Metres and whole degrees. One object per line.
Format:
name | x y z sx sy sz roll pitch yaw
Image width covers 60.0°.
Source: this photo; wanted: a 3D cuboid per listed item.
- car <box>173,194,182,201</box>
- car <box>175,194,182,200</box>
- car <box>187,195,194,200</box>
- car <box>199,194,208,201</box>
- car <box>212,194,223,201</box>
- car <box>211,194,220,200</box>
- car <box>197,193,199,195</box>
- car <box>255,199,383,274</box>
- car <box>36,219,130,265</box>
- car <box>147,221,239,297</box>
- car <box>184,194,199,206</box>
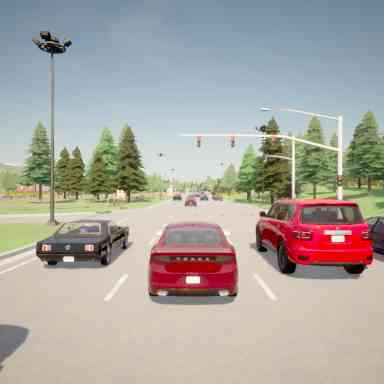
car | -3.818 1.469 83.849 1.882 1.535 5.008 0 0 0
car | -3.858 1.310 94.269 1.882 1.535 5.008 0 0 0
car | -0.358 1.427 94.313 1.895 1.301 4.718 0 0 0
car | 3.180 1.516 84.293 1.812 1.442 4.674 0 0 0
car | 6.682 1.516 83.889 2.128 1.511 4.902 0 0 0
car | 6.642 1.372 94.309 2.033 1.411 5.357 0 0 0
car | 3.142 1.357 94.296 2.128 1.511 4.902 0 0 0
car | 3.533 1.221 10.698 2.150 2.045 5.566 0 0 0
car | -3.463 1.601 11.582 1.895 1.301 4.718 0 0 0
car | 0.030 1.478 8.648 1.882 1.535 5.008 0 0 0
car | -0.201 1.525 53.250 1.812 1.442 4.674 0 0 0
